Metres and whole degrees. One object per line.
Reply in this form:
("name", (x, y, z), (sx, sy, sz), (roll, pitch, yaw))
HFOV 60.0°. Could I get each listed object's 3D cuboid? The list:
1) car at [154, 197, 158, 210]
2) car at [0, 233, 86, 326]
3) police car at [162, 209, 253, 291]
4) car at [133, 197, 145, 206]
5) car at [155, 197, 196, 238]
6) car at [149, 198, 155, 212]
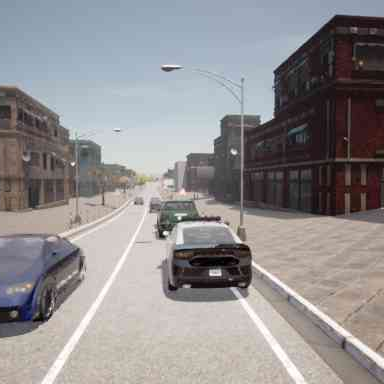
("car", (-1.578, 1.622, 25.287), (2.150, 2.045, 5.566), (0, -1, -7))
("car", (-3.636, 1.600, 7.067), (1.994, 1.385, 4.181), (0, -1, -5))
("police car", (0.230, 1.479, 9.381), (1.930, 1.638, 5.238), (0, -1, -6))
("car", (-9.708, 1.692, 60.897), (1.837, 1.490, 4.892), (0, 2, -7))
("car", (-0.875, 1.466, 19.318), (2.150, 2.045, 5.566), (0, -1, -7))
("car", (-4.951, 1.996, 46.295), (1.837, 1.490, 4.892), (0, -1, -7))
